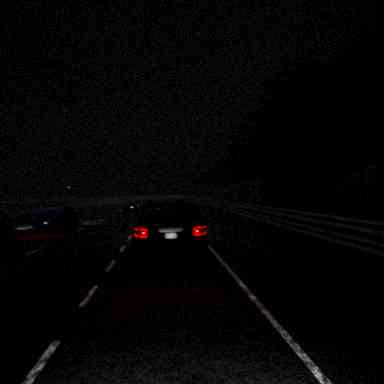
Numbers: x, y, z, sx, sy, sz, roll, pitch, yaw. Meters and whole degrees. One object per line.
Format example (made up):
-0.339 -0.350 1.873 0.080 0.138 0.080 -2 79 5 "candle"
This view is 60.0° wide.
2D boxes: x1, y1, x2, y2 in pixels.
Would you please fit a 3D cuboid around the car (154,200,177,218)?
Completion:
-2.575 1.527 31.983 2.033 1.411 5.357 -1 0 -5 "car"

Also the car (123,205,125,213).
-6.723 1.639 38.139 1.994 1.385 4.181 -1 0 -5 "car"

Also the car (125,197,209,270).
-0.780 1.223 11.305 2.150 2.045 5.566 -1 0 -5 "car"

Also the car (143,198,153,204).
-10.033 2.042 76.231 2.033 1.411 5.357 -1 -1 -5 "car"

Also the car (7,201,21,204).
-29.283 2.234 54.802 1.812 1.442 4.674 -1 0 -4 "car"

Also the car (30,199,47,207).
-34.497 2.456 74.786 1.837 1.490 4.892 -1 -1 -5 "car"

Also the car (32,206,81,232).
-8.714 1.633 21.800 1.882 1.535 5.008 -1 0 -5 "car"

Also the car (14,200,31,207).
-37.982 2.591 74.481 1.994 1.385 4.181 -1 -1 -5 "car"

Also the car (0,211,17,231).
-12.014 1.747 19.387 1.837 1.490 4.892 -1 0 -5 "car"

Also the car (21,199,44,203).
-25.805 2.103 55.095 1.882 1.535 5.008 -1 0 -4 "car"
